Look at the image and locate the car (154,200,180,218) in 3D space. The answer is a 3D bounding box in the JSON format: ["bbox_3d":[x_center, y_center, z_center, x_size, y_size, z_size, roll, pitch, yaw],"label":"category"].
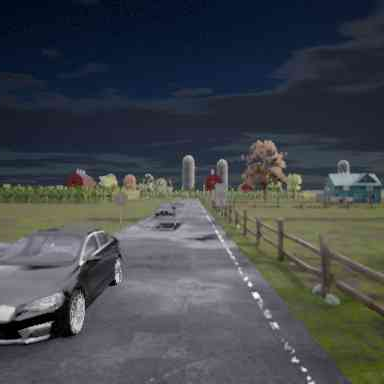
[{"bbox_3d":[-2.577,1.778,32.804,1.994,1.385,4.181,0,0,0],"label":"car"}]

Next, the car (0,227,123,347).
[{"bbox_3d":[-2.706,1.529,6.783,2.128,1.511,4.902,0,0,0],"label":"car"}]

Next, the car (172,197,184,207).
[{"bbox_3d":[-2.450,1.649,58.153,2.097,1.767,4.553,0,0,0],"label":"car"}]
